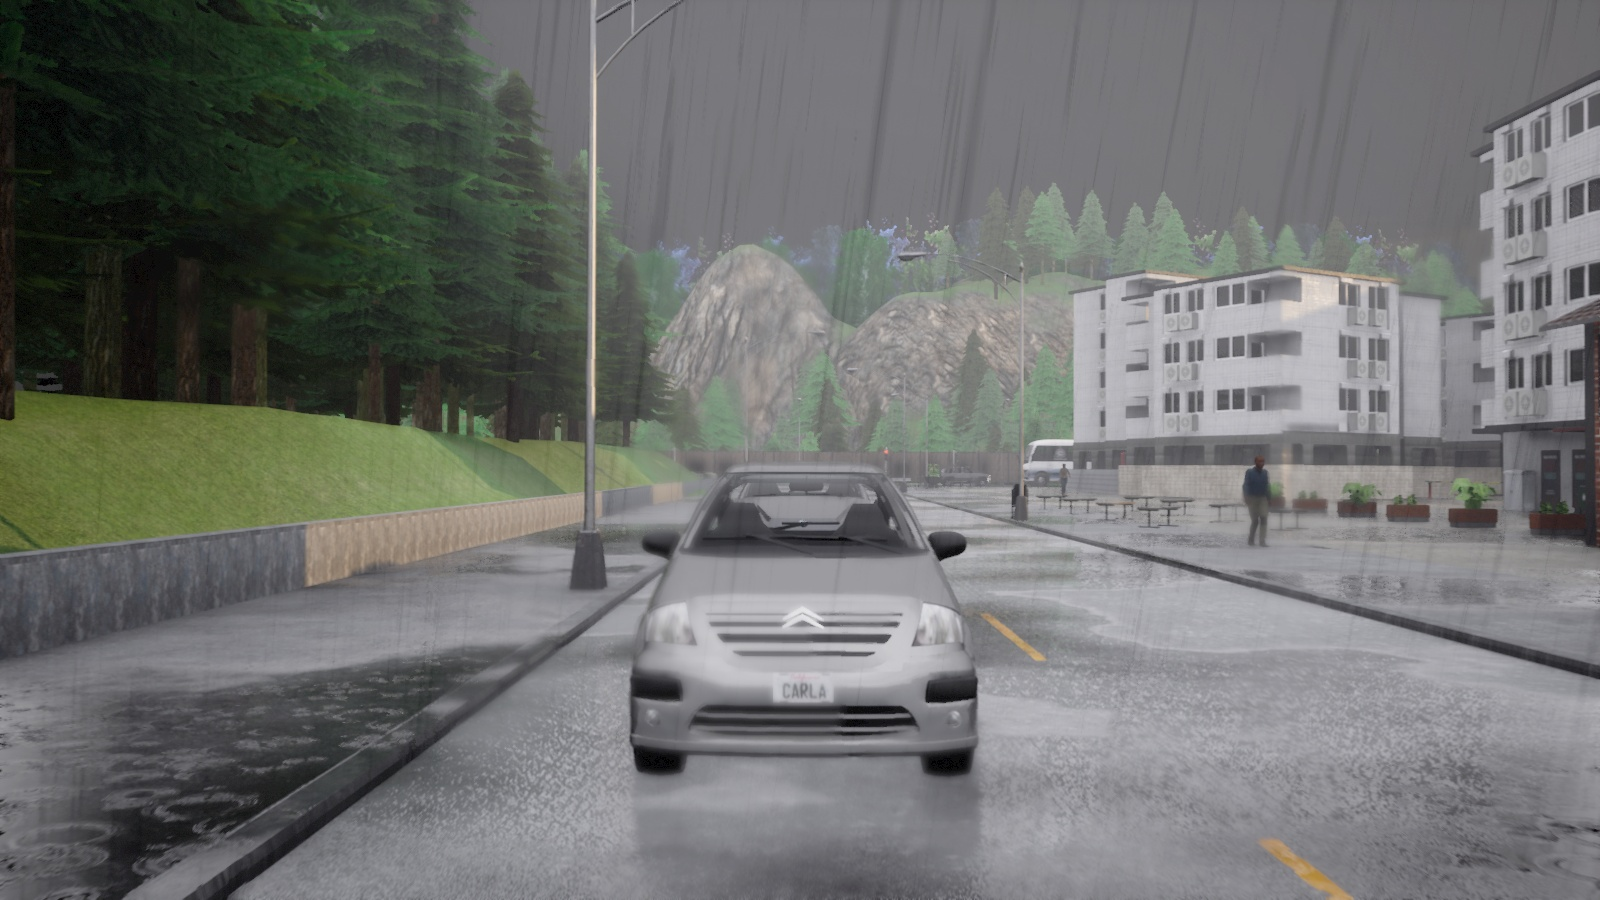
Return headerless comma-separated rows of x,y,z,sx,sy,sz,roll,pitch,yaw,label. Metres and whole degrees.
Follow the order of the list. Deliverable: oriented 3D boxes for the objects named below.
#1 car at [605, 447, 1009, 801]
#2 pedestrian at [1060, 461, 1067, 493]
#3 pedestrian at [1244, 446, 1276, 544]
0.033,0.826,7.763,1.851,1.617,3.988,0,-1,0,car
14.750,1.515,70.225,0.328,1.805,0.869,0,-1,9,pedestrian
8.766,0.845,23.945,0.370,1.835,0.726,0,-1,3,pedestrian
